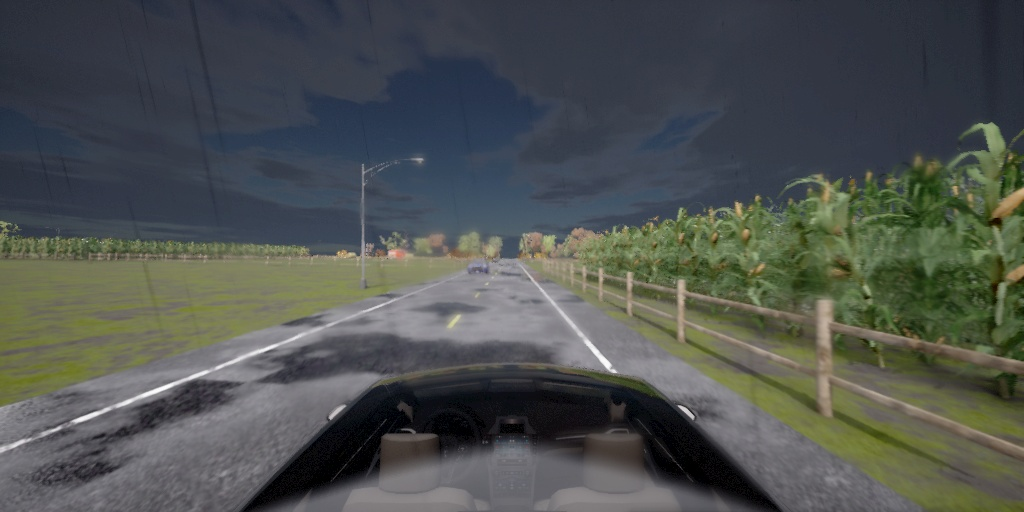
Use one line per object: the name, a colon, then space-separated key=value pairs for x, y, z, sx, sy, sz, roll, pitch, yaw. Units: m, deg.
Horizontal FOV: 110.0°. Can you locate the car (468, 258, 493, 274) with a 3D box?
car: x=-3.600 y=1.058 z=39.511 sx=2.097 sy=1.767 sz=4.553 roll=0 pitch=0 yaw=0
